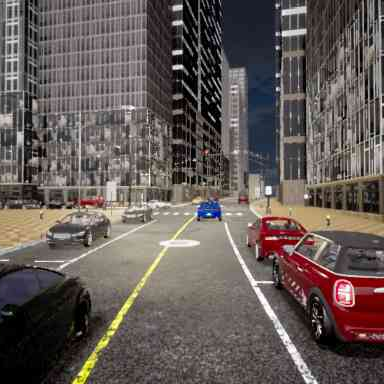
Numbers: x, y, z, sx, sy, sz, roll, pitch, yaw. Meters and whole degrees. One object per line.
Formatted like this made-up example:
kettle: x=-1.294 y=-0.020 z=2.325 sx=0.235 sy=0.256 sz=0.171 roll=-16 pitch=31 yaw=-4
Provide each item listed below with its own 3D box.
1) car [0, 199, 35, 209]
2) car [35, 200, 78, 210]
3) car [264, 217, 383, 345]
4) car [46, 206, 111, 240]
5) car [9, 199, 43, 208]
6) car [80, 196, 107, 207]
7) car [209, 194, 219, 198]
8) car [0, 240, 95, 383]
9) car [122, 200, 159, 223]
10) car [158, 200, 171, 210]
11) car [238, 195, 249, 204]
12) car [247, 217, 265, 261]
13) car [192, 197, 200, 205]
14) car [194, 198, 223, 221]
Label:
car: x=-22.401 y=1.653 z=43.229 sx=4.403 sy=1.369 sz=2.008 roll=0 pitch=-1 yaw=13
car: x=-16.960 y=1.637 z=41.939 sx=4.313 sy=1.339 sz=1.947 roll=0 pitch=-1 yaw=13
car: x=2.814 y=1.441 z=6.340 sx=1.967 sy=1.590 sz=4.097 roll=1 pitch=0 yaw=2
car: x=-4.881 y=1.561 z=14.887 sx=2.008 sy=1.369 sz=4.403 roll=1 pitch=0 yaw=3
car: x=-26.036 y=1.833 z=52.189 sx=4.403 sy=1.369 sz=2.008 roll=0 pitch=-1 yaw=13
car: x=-15.149 y=1.534 z=49.612 sx=5.009 sy=1.841 sz=2.192 roll=0 pitch=-1 yaw=13
car: x=5.153 y=1.490 z=78.779 sx=2.192 sy=1.841 sz=5.009 roll=1 pitch=0 yaw=14
car: x=-2.633 y=1.566 z=3.701 sx=1.994 sy=1.385 sz=4.181 roll=0 pitch=0 yaw=1
car: x=-4.130 y=1.573 z=25.678 sx=2.008 sy=1.369 sz=4.403 roll=1 pitch=0 yaw=5
car: x=-5.137 y=1.698 z=43.918 sx=4.718 sy=1.301 sz=1.895 roll=-1 pitch=-1 yaw=30
car: x=10.076 y=1.410 z=65.095 sx=2.192 sy=1.841 sz=5.009 roll=1 pitch=0 yaw=13
car: x=3.006 y=1.547 z=11.979 sx=1.887 sy=1.381 sz=4.507 roll=1 pitch=0 yaw=3
car: x=1.159 y=1.640 z=62.540 sx=1.752 sy=1.417 sz=4.829 roll=1 pitch=0 yaw=12
car: x=1.478 y=1.494 z=27.147 sx=1.882 sy=1.535 sz=5.008 roll=0 pitch=0 yaw=5
